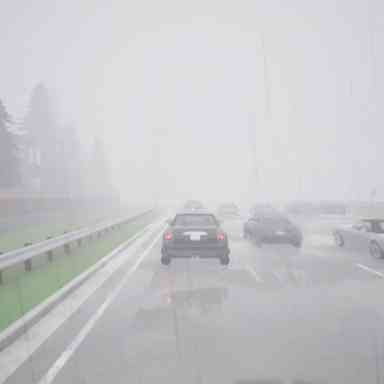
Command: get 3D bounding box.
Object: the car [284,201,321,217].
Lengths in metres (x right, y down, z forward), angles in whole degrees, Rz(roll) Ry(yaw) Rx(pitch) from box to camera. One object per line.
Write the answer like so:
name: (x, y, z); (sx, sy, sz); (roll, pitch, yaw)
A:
car: (10.583, 1.654, 33.103); (2.128, 1.511, 4.902); (0, 0, 0)

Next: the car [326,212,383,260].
car: (7.098, 1.663, 12.600); (1.895, 1.301, 4.718); (0, 0, 0)

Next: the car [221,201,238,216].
car: (3.568, 1.645, 34.394); (1.882, 1.535, 5.008); (0, 0, -1)

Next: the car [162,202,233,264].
car: (0.098, 1.411, 12.227); (2.097, 1.767, 4.553); (0, 0, 0)

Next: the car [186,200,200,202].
car: (0.097, 1.501, 30.713); (2.097, 1.767, 4.553); (0, 0, 0)

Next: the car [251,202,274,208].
car: (7.075, 1.727, 33.410); (1.994, 1.385, 4.181); (0, 0, -1)

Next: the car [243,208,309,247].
car: (3.599, 1.640, 15.499); (1.994, 1.385, 4.181); (0, 0, 0)

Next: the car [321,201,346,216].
car: (14.067, 1.646, 34.394); (1.882, 1.535, 5.008); (0, 0, -1)
